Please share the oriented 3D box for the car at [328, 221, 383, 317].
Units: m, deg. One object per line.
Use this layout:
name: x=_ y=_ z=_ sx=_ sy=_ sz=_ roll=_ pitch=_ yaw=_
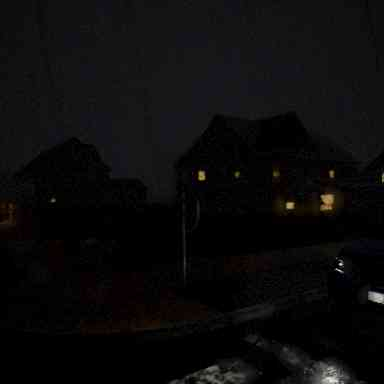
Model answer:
car: x=5.118 y=1.317 z=6.777 sx=5.566 sy=2.045 sz=2.150 roll=1 pitch=0 yaw=-36
